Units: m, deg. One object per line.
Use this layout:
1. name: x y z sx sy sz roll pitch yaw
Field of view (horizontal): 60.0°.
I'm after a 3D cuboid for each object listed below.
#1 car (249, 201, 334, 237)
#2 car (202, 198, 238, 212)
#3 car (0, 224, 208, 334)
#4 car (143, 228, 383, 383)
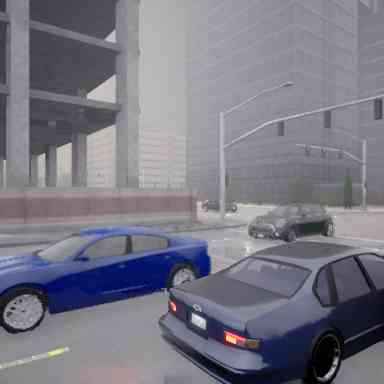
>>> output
1. car: 4.865 1.352 16.149 4.553 1.767 2.097 0 0 -36
2. car: 3.053 1.505 37.394 1.837 1.490 4.892 0 0 -36
3. car: -1.887 1.477 6.952 5.008 1.535 1.882 0 0 -36
4. car: 2.130 1.547 5.310 5.357 1.411 2.033 0 0 -35
